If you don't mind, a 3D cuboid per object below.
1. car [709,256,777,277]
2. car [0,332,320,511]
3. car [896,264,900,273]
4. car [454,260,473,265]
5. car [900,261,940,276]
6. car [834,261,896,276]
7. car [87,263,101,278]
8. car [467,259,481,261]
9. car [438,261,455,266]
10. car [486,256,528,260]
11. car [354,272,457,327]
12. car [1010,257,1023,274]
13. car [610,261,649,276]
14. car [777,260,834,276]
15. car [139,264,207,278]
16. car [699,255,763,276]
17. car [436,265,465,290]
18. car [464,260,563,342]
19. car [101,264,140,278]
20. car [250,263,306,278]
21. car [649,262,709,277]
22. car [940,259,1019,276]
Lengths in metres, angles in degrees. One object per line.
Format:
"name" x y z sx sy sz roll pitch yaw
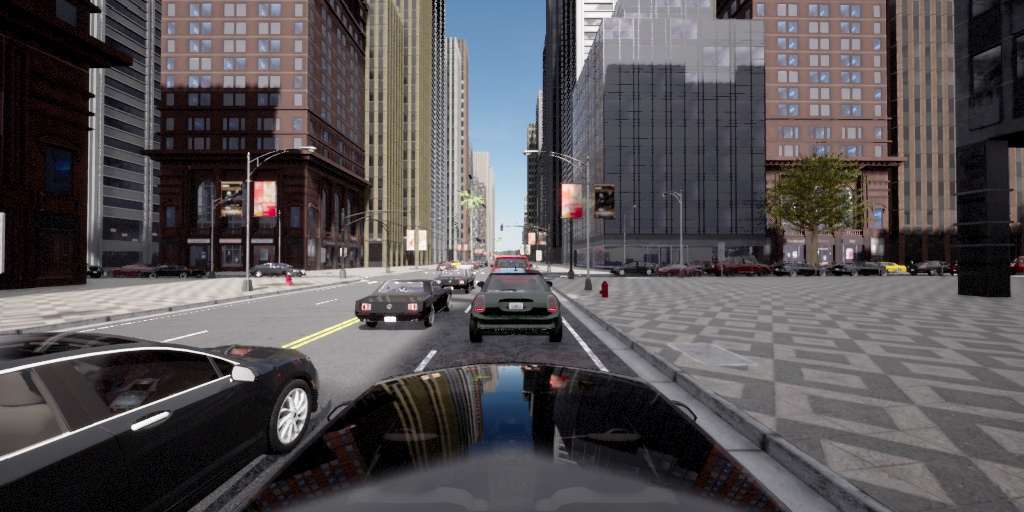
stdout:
"car" 20.892 1.041 33.014 5.009 1.841 2.192 0 0 -1
"car" -3.151 1.255 2.224 1.837 1.490 4.892 0 0 0
"car" 43.129 1.296 41.929 4.829 1.417 1.751 0 0 -1
"car" -6.697 1.569 51.860 1.895 1.301 4.718 0 0 0
"car" 42.522 1.228 36.025 4.674 1.442 1.812 0 -1 -1
"car" 32.166 1.260 33.211 4.313 1.339 1.948 0 0 -1
"car" -43.300 1.241 34.855 5.566 2.045 2.150 0 -1 0
"car" -6.695 1.633 61.024 1.895 1.301 4.718 0 0 0
"car" -9.942 1.503 53.115 1.812 1.442 4.674 0 0 -3
"car" -0.036 1.003 19.417 2.150 2.045 5.566 0 0 0
"car" -3.167 1.361 11.544 1.895 1.301 4.718 0 0 0
"car" 49.080 0.973 33.508 5.009 1.841 2.192 0 0 -1
"car" 13.031 1.326 38.652 4.892 1.490 1.837 0 -1 -1
"car" 26.529 1.276 33.112 4.313 1.339 1.948 0 0 -1
"car" -32.663 1.572 34.859 4.718 1.301 1.895 0 -1 0
"car" 23.651 1.001 38.852 5.566 2.045 2.150 -1 -1 -2
"car" -3.189 1.387 20.713 1.895 1.301 4.718 0 0 0
"car" 0.081 1.108 9.897 2.097 1.767 4.553 0 0 0
"car" -39.959 1.568 38.044 4.674 1.442 1.812 0 -1 0
"car" -22.716 1.418 34.870 4.902 1.511 2.128 0 -1 0
"car" 15.254 1.327 32.915 4.207 1.307 1.802 0 0 -1
"car" 43.442 1.214 33.409 4.507 1.381 1.888 0 0 -1
